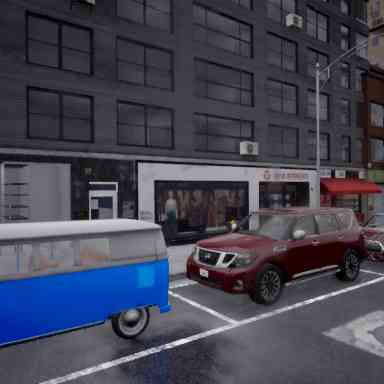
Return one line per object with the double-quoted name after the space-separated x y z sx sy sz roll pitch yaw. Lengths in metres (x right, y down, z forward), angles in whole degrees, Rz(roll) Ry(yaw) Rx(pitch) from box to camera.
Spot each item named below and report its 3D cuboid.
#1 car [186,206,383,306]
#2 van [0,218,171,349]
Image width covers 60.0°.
2.286 1.313 8.178 5.009 1.841 2.192 0 -1 -35 "car"
-2.261 1.341 4.934 3.998 1.788 1.690 0 -1 -35 "van"
